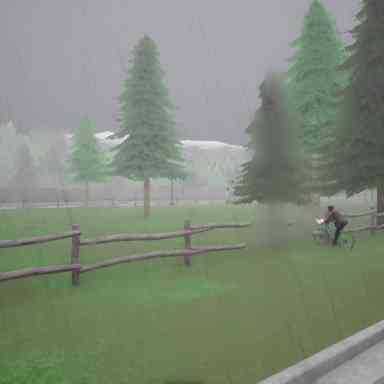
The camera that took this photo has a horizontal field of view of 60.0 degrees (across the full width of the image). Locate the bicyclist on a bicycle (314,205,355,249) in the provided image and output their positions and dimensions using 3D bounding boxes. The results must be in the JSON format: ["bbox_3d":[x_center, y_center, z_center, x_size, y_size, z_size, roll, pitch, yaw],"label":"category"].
[{"bbox_3d":[5.418,1.348,12.707,0.582,1.620,1.656,0,3,-37],"label":"bicyclist on a bicycle"}]
